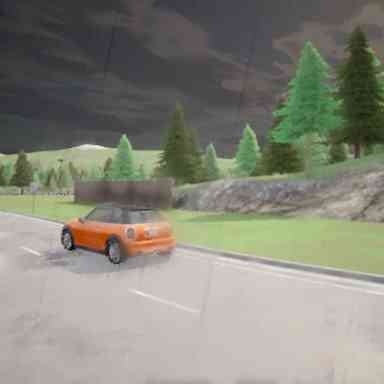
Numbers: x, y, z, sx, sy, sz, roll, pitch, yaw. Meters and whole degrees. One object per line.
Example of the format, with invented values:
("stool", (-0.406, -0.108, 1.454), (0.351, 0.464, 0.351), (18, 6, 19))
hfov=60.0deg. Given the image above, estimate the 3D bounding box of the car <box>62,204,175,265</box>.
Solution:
("car", (-2.699, 1.239, 11.580), (4.553, 1.767, 2.097), (1, 1, 44))
